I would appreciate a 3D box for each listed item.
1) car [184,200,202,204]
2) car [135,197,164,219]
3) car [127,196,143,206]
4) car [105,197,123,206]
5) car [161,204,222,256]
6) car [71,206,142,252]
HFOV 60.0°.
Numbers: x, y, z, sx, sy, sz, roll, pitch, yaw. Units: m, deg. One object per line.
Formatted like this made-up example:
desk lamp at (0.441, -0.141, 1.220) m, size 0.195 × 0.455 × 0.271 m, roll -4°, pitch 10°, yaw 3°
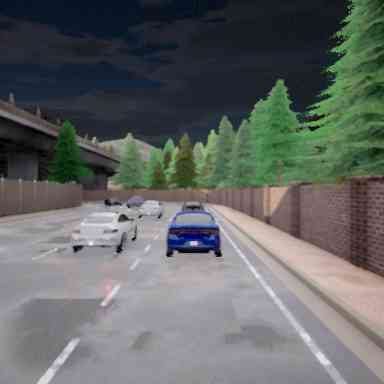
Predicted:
car at (0.074, 1.445, 27.732) m, size 1.837 × 1.490 × 4.892 m, roll 0°, pitch 1°, yaw 0°
car at (-3.425, 1.462, 28.689) m, size 1.812 × 1.442 × 4.674 m, roll 0°, pitch 0°, yaw 0°
car at (-7.220, 1.255, 43.684) m, size 2.097 × 1.767 × 4.553 m, roll 0°, pitch 0°, yaw -3°
car at (-11.537, 1.455, 49.085) m, size 1.994 × 1.385 × 4.181 m, roll 0°, pitch 0°, yaw -24°
car at (0.073, 1.449, 12.937) m, size 1.882 × 1.535 × 5.008 m, roll 0°, pitch 0°, yaw 0°
car at (-3.426, 1.495, 13.597) m, size 1.812 × 1.442 × 4.674 m, roll 0°, pitch 0°, yaw 0°
